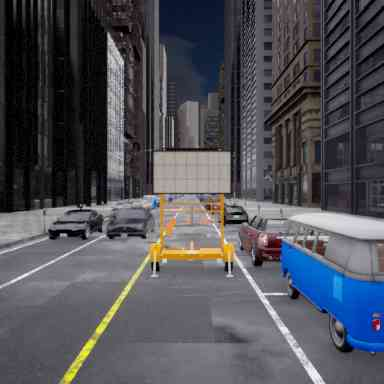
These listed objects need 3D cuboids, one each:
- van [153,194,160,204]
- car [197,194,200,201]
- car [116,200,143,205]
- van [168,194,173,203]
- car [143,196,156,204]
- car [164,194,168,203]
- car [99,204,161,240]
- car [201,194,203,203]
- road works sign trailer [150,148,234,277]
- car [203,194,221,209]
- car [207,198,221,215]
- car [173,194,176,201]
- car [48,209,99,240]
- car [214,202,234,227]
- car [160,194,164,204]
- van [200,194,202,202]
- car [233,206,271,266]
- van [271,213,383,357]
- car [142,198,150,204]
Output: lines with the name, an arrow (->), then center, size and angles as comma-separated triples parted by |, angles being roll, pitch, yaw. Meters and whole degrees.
van -> -5.750, 1.360, 45.124 | 1.690, 1.788, 3.998 | 0, 0, 0
car -> 2.783, 1.357, 73.180 | 2.192, 1.841, 5.009 | 0, 0, 0
car -> -5.754, 1.558, 28.296 | 2.008, 1.369, 4.403 | 0, 0, 0
van -> -5.743, 1.383, 73.172 | 1.690, 1.788, 3.998 | 0, 0, 0
car -> -5.752, 1.540, 39.345 | 1.752, 1.417, 4.829 | 0, 0, 0
car -> -5.747, 1.343, 56.343 | 2.192, 1.841, 5.009 | 0, 0, 0
car -> -2.995, 1.550, 17.377 | 2.033, 1.411, 5.357 | 0, 0, 0
car -> 2.775, 1.334, 45.134 | 2.192, 1.841, 5.009 | 0, 0, 0
road works sign trailer -> 0.003, 0.465, 10.205 | 2.380, 3.560, 2.880 | 0, 0, 0
car -> 2.774, 1.330, 39.525 | 2.192, 1.841, 5.009 | 0, 0, 0
car -> 2.772, 1.593, 33.916 | 1.802, 1.307, 4.206 | 0, 0, 0
car -> -5.741, 1.363, 78.781 | 2.192, 1.841, 5.009 | 0, 0, 0
car -> -5.757, 1.568, 17.077 | 1.947, 1.339, 4.313 | 0, 0, 0
car -> 2.769, 1.570, 22.697 | 1.947, 1.339, 4.313 | 0, 0, 0
car -> -5.748, 1.463, 50.734 | 1.967, 1.590, 4.097 | 0, 0, 0
van -> 2.780, 1.374, 61.962 | 1.690, 1.788, 3.998 | 0, 0, 0
car -> 2.767, 1.441, 11.480 | 1.967, 1.590, 4.097 | 0, 0, 0
van -> 2.765, 1.341, 5.871 | 1.690, 1.788, 3.998 | 0, 0, 0
car -> -5.753, 1.593, 33.905 | 1.802, 1.307, 4.206 | 0, 0, 0
